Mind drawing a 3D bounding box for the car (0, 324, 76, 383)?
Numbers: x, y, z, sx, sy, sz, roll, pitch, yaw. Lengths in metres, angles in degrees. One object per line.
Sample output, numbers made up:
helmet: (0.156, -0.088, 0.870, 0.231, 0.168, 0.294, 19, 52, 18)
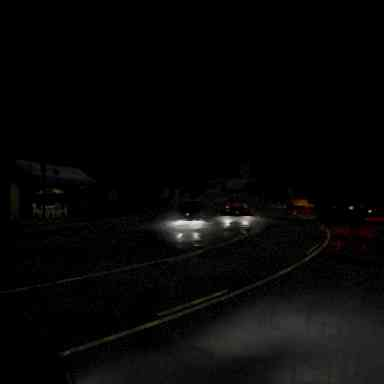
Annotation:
car: (-3.020, 1.624, 1.670, 4.718, 1.301, 1.895, -1, 0, -34)

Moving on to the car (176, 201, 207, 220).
car: (0.004, 1.457, 26.729, 1.994, 1.385, 4.181, 0, 0, 10)

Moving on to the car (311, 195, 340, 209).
car: (16.101, 1.178, 40.433, 2.128, 1.511, 4.902, -1, 0, 7)

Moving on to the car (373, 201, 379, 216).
car: (14.641, 1.253, 29.094, 1.837, 1.490, 4.892, 0, 1, 8)

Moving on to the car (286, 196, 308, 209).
car: (12.524, 1.199, 39.910, 1.882, 1.535, 5.008, -1, 0, 7)

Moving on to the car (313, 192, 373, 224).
car: (10.265, 1.035, 23.138, 2.150, 2.045, 5.566, 0, 1, 10)

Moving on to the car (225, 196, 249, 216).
car: (4.145, 1.190, 30.760, 2.097, 1.767, 4.553, -1, 0, 7)
